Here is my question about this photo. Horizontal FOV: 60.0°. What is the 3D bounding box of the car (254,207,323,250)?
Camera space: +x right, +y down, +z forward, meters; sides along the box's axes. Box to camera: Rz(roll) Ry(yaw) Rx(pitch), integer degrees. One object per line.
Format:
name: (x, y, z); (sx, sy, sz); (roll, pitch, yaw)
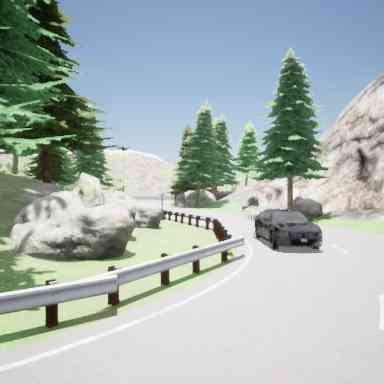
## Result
car: (4.010, 1.481, 14.537); (1.882, 1.535, 5.008); (1, 0, -1)
